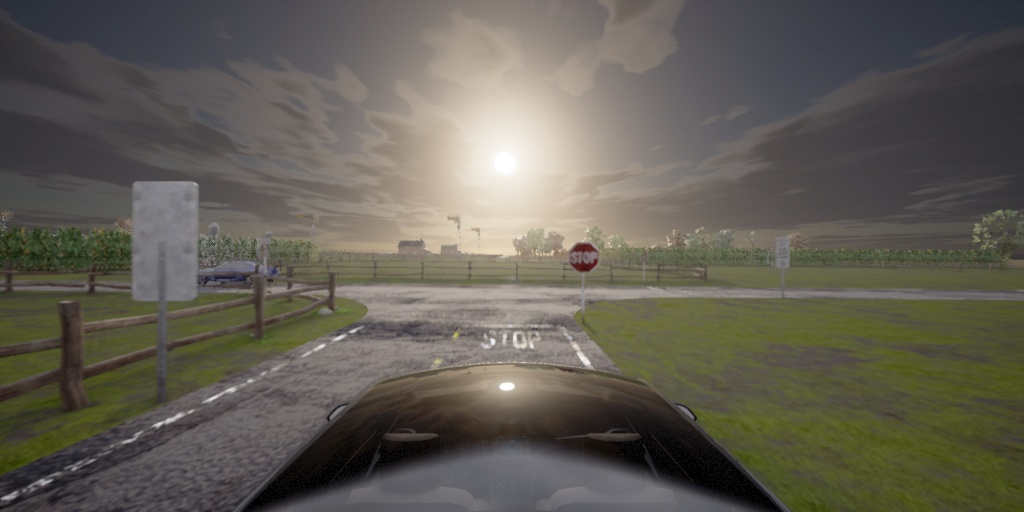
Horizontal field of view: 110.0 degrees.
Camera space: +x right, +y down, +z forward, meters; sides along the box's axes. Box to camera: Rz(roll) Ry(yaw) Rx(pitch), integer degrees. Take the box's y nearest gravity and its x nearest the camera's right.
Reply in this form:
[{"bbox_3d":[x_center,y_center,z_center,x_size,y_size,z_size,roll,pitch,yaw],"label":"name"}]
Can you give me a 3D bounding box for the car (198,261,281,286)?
[{"bbox_3d":[-16.660,1.027,21.844,4.674,1.442,1.812,1,0,0],"label":"car"}]
